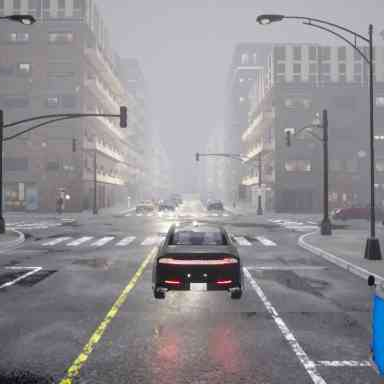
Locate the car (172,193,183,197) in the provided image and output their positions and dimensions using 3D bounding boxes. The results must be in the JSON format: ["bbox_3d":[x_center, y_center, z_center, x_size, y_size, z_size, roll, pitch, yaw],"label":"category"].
[{"bbox_3d":[-2.915,1.245,61.515,2.150,2.045,5.566,0,0,1],"label":"car"}]

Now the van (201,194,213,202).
[{"bbox_3d":[2.843,1.362,56.804,1.690,1.788,3.998,1,0,0],"label":"van"}]

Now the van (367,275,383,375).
[{"bbox_3d":[2.679,1.342,1.930,1.690,1.788,3.998,1,0,0],"label":"van"}]

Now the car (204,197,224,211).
[{"bbox_3d":[2.799,1.580,39.877,1.947,1.339,4.313,1,0,0],"label":"car"}]

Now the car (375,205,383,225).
[{"bbox_3d":[13.586,1.583,19.654,4.313,1.339,1.947,0,-1,1],"label":"car"}]

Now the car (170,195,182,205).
[{"bbox_3d":[-2.972,1.544,50.778,1.812,1.442,4.674,0,0,0],"label":"car"}]

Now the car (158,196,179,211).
[{"bbox_3d":[-3.003,1.562,40.874,2.033,1.411,5.357,0,0,0],"label":"car"}]

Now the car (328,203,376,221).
[{"bbox_3d":[13.709,1.608,28.035,4.097,1.590,1.967,0,-1,1],"label":"car"}]

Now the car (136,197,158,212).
[{"bbox_3d":[-5.581,1.539,39.726,1.752,1.417,4.829,1,0,0],"label":"car"}]

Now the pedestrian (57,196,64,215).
[{"bbox_3d":[-12.464,1.217,31.355,0.375,1.860,0.375,0,-1,1],"label":"pedestrian"}]

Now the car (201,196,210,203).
[{"bbox_3d":[2.879,1.612,73.732,1.802,1.307,4.206,1,0,0],"label":"car"}]

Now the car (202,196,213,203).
[{"bbox_3d":[2.812,1.567,45.519,2.008,1.369,4.403,1,0,0],"label":"car"}]

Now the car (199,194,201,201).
[{"bbox_3d":[2.867,1.552,68.259,1.752,1.417,4.829,1,0,0],"label":"car"}]

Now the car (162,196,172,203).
[{"bbox_3d":[-5.500,1.574,73.752,1.887,1.381,4.507,1,0,0],"label":"car"}]

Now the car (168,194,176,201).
[{"bbox_3d":[-5.458,1.480,90.680,1.967,1.590,4.097,1,0,0],"label":"car"}]

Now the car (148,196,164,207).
[{"bbox_3d":[-5.553,1.459,51.182,1.967,1.590,4.097,1,0,0],"label":"car"}]

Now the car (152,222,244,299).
[{"bbox_3d":[0.121,1.494,8.419,2.128,1.511,4.902,0,0,0],"label":"car"}]

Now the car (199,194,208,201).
[{"bbox_3d":[2.911,1.351,85.017,2.192,1.841,5.009,1,0,0],"label":"car"}]
